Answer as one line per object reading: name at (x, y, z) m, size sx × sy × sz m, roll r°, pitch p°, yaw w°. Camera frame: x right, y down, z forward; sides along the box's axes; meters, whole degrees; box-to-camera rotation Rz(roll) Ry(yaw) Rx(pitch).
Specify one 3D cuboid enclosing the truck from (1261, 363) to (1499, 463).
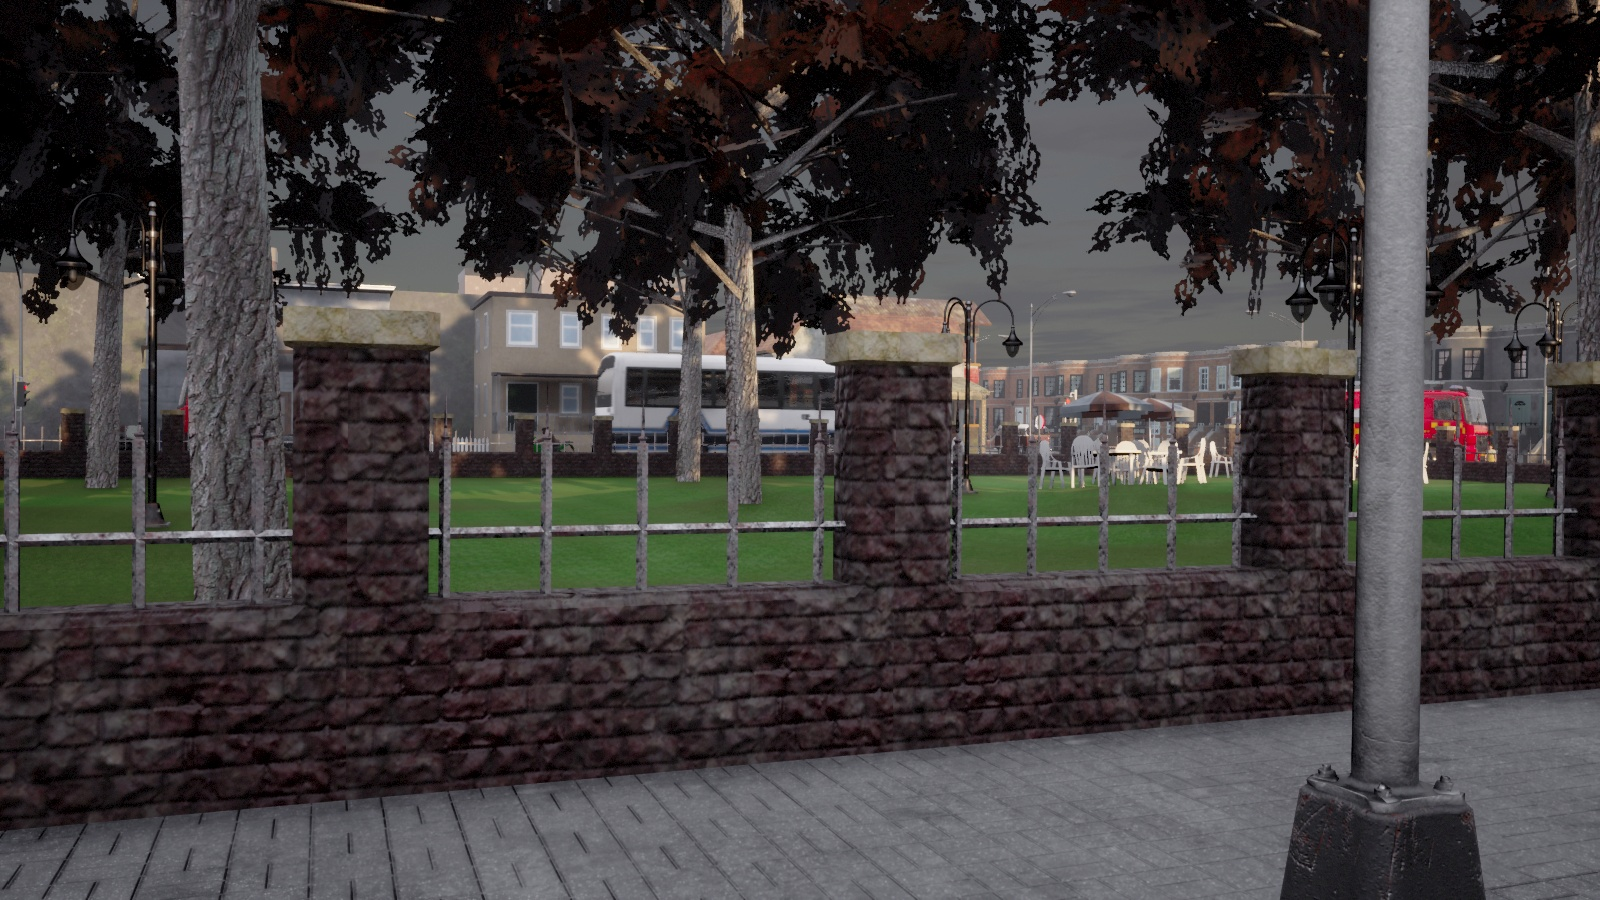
truck at (23.833, -1.469, 51.938) m, size 8.468 × 3.827 × 2.891 m, roll 0°, pitch 1°, yaw 40°

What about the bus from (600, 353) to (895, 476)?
bus at (-1.975, -1.324, 47.134) m, size 10.273 × 4.253 × 3.944 m, roll -1°, pitch 1°, yaw -21°

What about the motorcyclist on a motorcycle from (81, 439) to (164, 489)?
motorcyclist on a motorcycle at (-21.447, 0.418, 39.786) m, size 2.191 × 1.530 × 0.866 m, roll -1°, pitch 1°, yaw -21°

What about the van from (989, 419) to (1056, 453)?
van at (13.800, -0.897, 78.038) m, size 2.069 × 2.038 × 4.480 m, roll -1°, pitch 1°, yaw -21°

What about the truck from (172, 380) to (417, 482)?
truck at (-18.068, -0.726, 45.333) m, size 7.936 × 3.462 × 2.891 m, roll -1°, pitch 1°, yaw -20°
